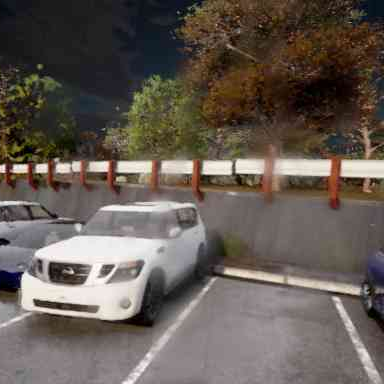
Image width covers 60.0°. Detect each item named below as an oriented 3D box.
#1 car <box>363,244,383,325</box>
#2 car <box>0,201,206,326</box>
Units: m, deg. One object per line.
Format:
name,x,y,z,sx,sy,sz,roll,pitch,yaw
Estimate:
car,3.741,1.358,4.211,2.185,1.767,4.553,0,-1,16
car,-1.190,1.271,7.663,2.435,2.045,5.566,0,-1,15
